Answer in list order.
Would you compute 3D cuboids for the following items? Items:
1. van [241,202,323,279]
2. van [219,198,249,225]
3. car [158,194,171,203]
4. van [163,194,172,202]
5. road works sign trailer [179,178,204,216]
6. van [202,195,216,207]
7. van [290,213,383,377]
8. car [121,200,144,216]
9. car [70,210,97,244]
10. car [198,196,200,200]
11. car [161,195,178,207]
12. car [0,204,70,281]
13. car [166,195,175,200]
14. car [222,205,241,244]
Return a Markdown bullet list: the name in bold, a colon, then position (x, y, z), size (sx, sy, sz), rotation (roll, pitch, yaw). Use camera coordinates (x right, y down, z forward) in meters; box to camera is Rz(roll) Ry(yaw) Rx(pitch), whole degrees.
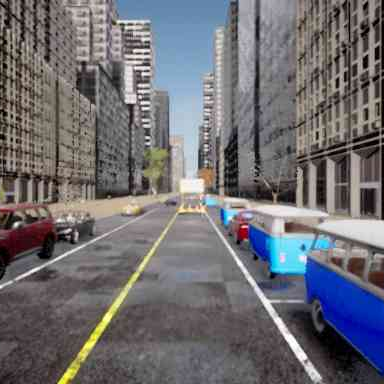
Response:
- **van**: position (2.684, 1.332, 9.758), size (1.690, 1.788, 3.998), rotation (0, 0, 0)
- **van**: position (2.679, 1.321, 21.093), size (1.690, 1.788, 3.998), rotation (0, 0, 0)
- **car**: position (-5.721, 1.471, 66.264), size (1.752, 1.417, 4.829), rotation (0, 0, 0)
- **van**: position (-5.727, 1.280, 77.771), size (1.690, 1.788, 3.998), rotation (0, 0, 0)
- **road works sign trailer**: position (-0.015, 0.435, 32.165), size (2.380, 3.560, 2.880), rotation (0, 0, 0)
- **van**: position (2.666, 1.299, 49.433), size (1.690, 1.788, 3.998), rotation (0, 0, 0)
- **van**: position (2.691, 1.337, 4.091), size (1.690, 1.788, 3.998), rotation (0, 0, 0)
- **car**: position (-5.706, 1.496, 32.257), size (1.752, 1.417, 4.829), rotation (0, 0, 0)
- **car**: position (-5.698, 1.536, 15.424), size (2.008, 1.369, 4.403), rotation (0, 0, 0)
- **car**: position (2.646, 1.479, 94.777), size (2.008, 1.369, 4.403), rotation (0, 0, 0)
- **car**: position (-3.103, 1.558, 50.226), size (1.895, 1.301, 4.718), rotation (0, 0, 0)
- **car**: position (-5.696, 1.306, 9.755), size (2.192, 1.841, 5.009), rotation (0, 0, 0)
- **car**: position (-5.731, 1.482, 89.106), size (2.008, 1.369, 4.403), rotation (0, 0, 0)
- **car**: position (2.682, 1.530, 15.426), size (1.887, 1.381, 4.507), rotation (0, 0, 0)
